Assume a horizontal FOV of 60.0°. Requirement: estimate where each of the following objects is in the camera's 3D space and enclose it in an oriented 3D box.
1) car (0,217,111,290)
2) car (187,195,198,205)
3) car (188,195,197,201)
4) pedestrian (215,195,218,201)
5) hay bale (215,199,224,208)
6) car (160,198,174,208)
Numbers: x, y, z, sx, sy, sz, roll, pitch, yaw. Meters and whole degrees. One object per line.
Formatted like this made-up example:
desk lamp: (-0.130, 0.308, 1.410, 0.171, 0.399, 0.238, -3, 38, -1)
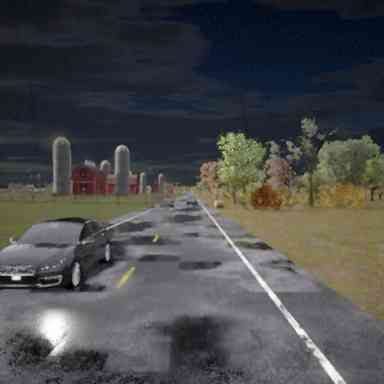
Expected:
car: (-3.586, 1.517, 9.232, 1.837, 1.490, 4.892, 0, 0, 0)
car: (0.043, 1.645, 61.684, 1.994, 1.385, 4.181, 0, 0, 0)
car: (0.029, 1.481, 80.763, 2.128, 1.511, 4.902, 0, 0, 0)
pedestrian: (3.718, 1.368, 50.098, 0.375, 1.860, 0.375, -1, 1, -2)
hay bale: (4.024, 1.720, 48.979, 1.220, 1.180, 1.240, 1, 1, 0)
car: (-3.561, 1.610, 48.456, 2.033, 1.411, 5.357, 0, 0, 0)
